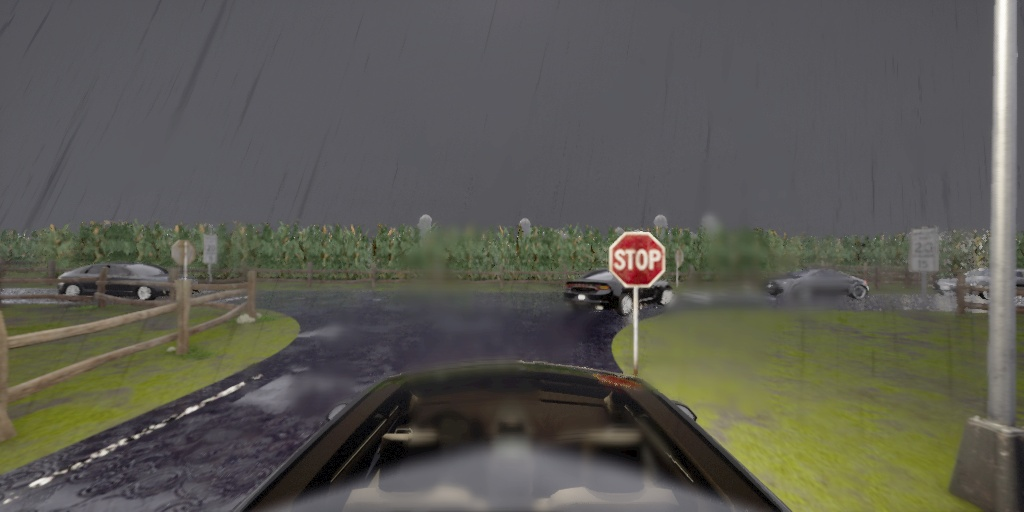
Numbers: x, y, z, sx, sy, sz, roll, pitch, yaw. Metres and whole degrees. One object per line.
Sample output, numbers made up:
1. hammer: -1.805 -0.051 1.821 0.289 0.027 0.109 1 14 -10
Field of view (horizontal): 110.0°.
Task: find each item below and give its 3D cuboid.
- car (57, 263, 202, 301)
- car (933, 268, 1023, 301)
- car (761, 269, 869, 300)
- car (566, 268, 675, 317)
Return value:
1. car: -15.525 1.026 14.694 4.892 1.490 1.837 0 0 2
2. car: 23.620 1.339 17.465 4.902 1.511 2.128 0 0 0
3. car: 14.677 1.338 17.517 4.181 1.385 1.994 0 0 1
4. car: 4.006 1.147 12.949 5.008 1.535 1.882 0 -2 -43
